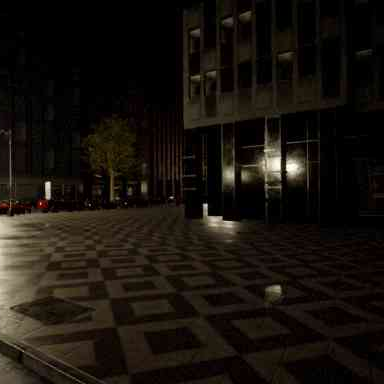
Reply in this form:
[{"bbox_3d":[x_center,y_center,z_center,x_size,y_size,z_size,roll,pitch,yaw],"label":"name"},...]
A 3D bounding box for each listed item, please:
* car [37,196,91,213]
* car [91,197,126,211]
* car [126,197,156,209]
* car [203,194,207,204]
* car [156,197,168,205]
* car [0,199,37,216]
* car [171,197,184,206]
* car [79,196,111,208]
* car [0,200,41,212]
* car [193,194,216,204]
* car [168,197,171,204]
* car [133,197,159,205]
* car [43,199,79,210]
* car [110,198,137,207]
[{"bbox_3d":[-13.761,1.290,35.198,2.192,1.841,5.009,-1,0,35],"label":"car"},{"bbox_3d":[-10.547,1.524,39.831,1.947,1.339,4.313,-1,0,35],"label":"car"},{"bbox_3d":[-7.336,1.509,44.465,1.947,1.339,4.313,-1,0,35],"label":"car"},{"bbox_3d":[2.298,1.222,58.371,2.192,1.841,5.009,-1,0,35],"label":"car"},{"bbox_3d":[-6.713,1.590,55.413,1.895,1.301,4.718,-1,0,35],"label":"car"},{"bbox_3d":[-16.970,1.576,30.562,1.802,1.307,4.206,-1,0,35],"label":"car"},{"bbox_3d":[-0.913,1.462,53.735,1.887,1.381,4.507,-1,0,35],"label":"car"},{"bbox_3d":[-14.341,1.484,49.325,1.967,1.590,4.097,-1,0,35],"label":"car"},{"bbox_3d":[-20.763,1.642,40.055,1.947,1.339,4.313,-1,0,35],"label":"car"},{"bbox_3d":[2.381,1.283,63.018,2.097,1.767,4.553,-1,0,35],"label":"car"},{"bbox_3d":[-4.703,1.574,63.231,1.947,1.339,4.313,-1,0,35],"label":"car"},{"bbox_3d":[-8.012,1.544,58.455,1.752,1.417,4.829,-1,0,35],"label":"car"},{"bbox_3d":[-17.551,1.641,44.690,1.802,1.307,4.206,-1,0,35],"label":"car"},{"bbox_3d":[-11.127,1.612,53.960,1.802,1.307,4.206,-1,0,35],"label":"car"}]
